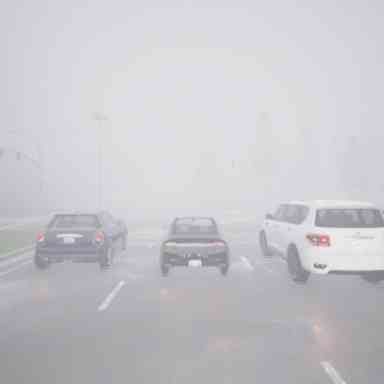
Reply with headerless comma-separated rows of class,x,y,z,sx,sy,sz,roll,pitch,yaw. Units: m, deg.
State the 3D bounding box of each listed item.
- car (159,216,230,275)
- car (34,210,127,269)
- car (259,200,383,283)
car,0.050,1.511,10.468,2.128,1.511,4.902,0,0,-1
car,-3.534,1.373,11.431,2.097,1.767,4.553,0,0,-3
car,3.569,1.238,9.873,2.150,2.045,5.566,0,0,-1
